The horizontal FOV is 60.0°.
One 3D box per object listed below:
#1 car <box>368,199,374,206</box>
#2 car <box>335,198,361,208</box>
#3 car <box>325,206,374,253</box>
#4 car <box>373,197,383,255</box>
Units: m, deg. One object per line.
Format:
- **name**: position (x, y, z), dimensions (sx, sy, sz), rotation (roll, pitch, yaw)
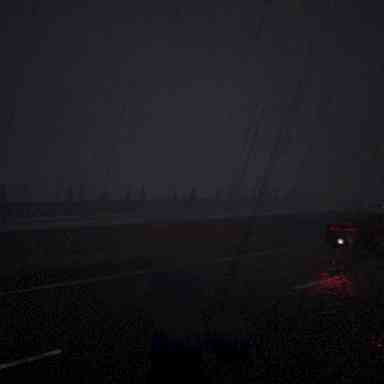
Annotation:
- **car**: position (23.382, 1.424, 41.352), dimensions (1.882, 1.535, 5.008), rotation (0, 0, 40)
- **car**: position (20.136, 1.496, 42.844), dimensions (2.033, 1.411, 5.357), rotation (0, 0, 41)
- **car**: position (7.287, 1.490, 13.281), dimensions (4.892, 1.490, 1.837), rotation (-1, 0, -35)
- **car**: position (7.588, 1.200, 9.208), dimensions (5.566, 2.045, 2.150), rotation (1, -1, -35)
